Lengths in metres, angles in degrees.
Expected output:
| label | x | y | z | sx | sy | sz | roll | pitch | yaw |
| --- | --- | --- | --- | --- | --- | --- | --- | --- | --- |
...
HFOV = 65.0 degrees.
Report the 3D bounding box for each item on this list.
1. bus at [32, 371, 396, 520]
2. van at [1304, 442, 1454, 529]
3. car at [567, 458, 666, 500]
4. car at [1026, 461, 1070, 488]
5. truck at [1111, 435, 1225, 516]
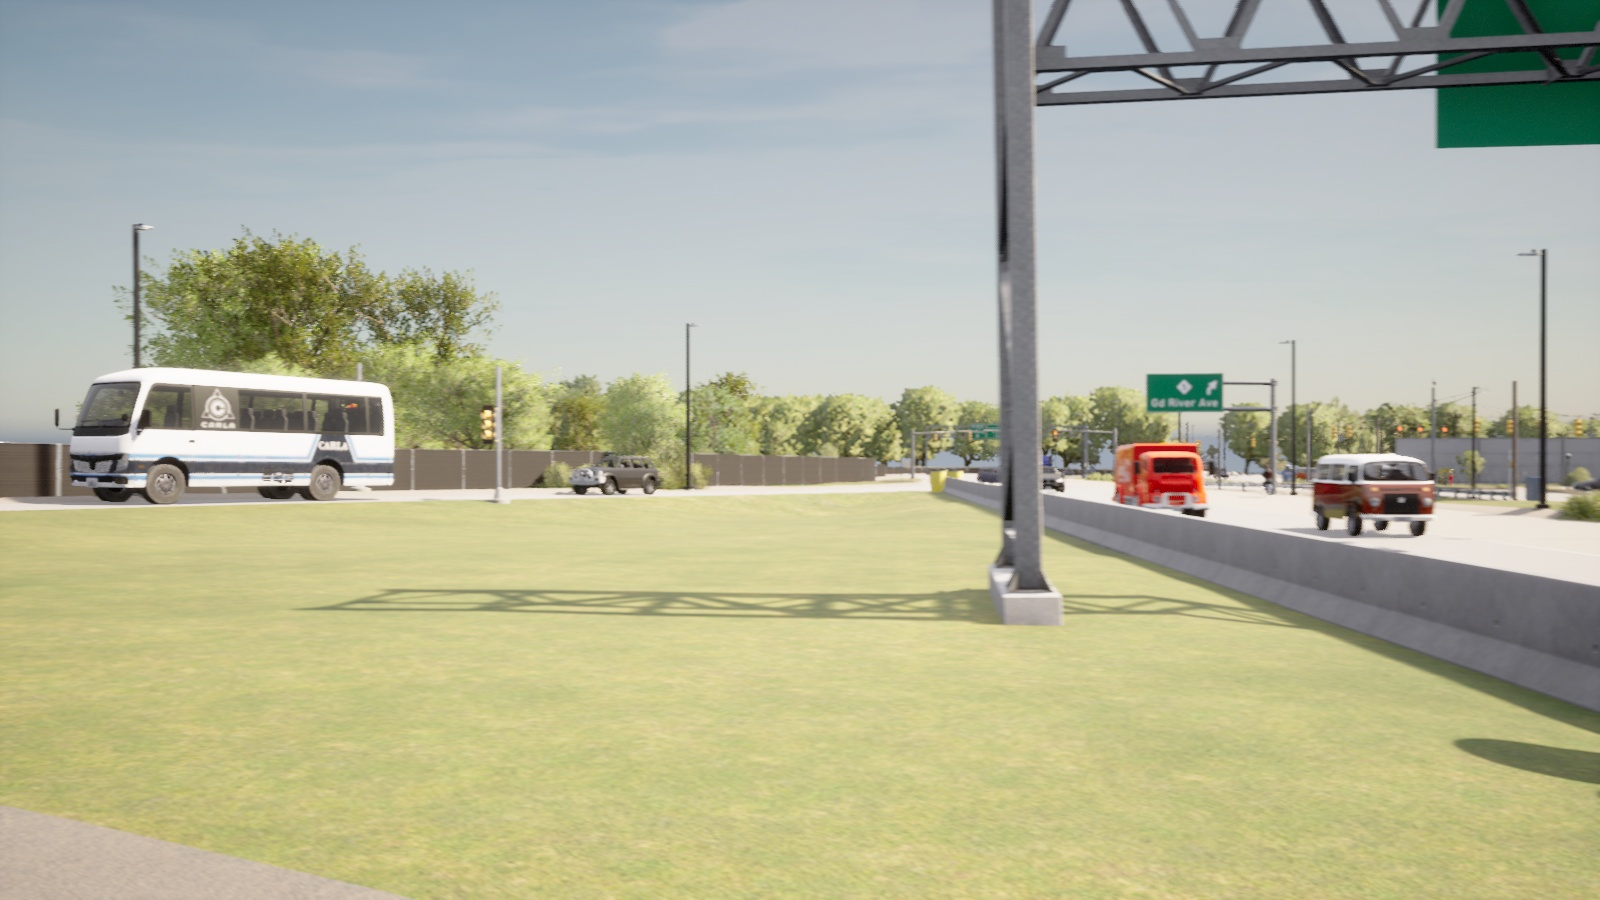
| label | x | y | z | sx | sy | sz | roll | pitch | yaw |
| --- | --- | --- | --- | --- | --- | --- | --- | --- | --- |
| bus | -18.732 | -0.079 | 41.160 | 3.944 | 4.253 | 10.273 | -1 | -1 | 32 |
| van | 14.612 | 0.870 | 31.987 | 2.069 | 2.038 | 4.480 | -1 | -1 | 6 |
| car | -8.347 | 1.300 | 57.442 | 1.932 | 1.855 | 4.605 | -1 | -1 | 32 |
| car | 15.766 | 1.545 | 79.981 | 2.242 | 1.667 | 4.611 | -1 | -1 | 6 |
| truck | 12.007 | 0.825 | 41.391 | 2.627 | 2.467 | 5.204 | -1 | -1 | 6 |
